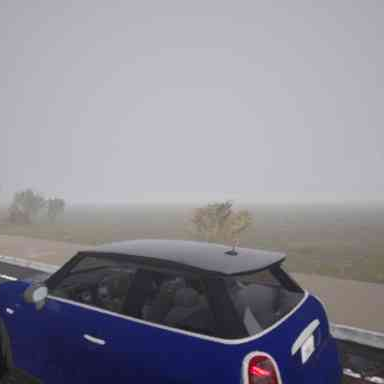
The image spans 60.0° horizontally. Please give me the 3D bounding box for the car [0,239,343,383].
[{"bbox_3d":[-0.739,1.382,4.087,4.553,1.767,2.097,-1,0,35],"label":"car"}]
